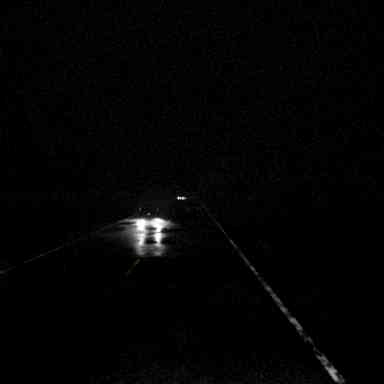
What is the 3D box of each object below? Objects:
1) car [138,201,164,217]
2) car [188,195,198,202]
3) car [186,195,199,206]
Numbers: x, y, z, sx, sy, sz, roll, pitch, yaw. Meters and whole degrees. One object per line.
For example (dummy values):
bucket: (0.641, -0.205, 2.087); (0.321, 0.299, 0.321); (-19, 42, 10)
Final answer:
car: (-3.590, 1.519, 29.914); (1.895, 1.301, 4.718); (0, 0, 0)
car: (0.121, 1.348, 69.380); (2.033, 1.411, 5.357); (0, 0, 0)
car: (0.116, 1.385, 49.899); (1.812, 1.442, 4.674); (0, 0, 0)
